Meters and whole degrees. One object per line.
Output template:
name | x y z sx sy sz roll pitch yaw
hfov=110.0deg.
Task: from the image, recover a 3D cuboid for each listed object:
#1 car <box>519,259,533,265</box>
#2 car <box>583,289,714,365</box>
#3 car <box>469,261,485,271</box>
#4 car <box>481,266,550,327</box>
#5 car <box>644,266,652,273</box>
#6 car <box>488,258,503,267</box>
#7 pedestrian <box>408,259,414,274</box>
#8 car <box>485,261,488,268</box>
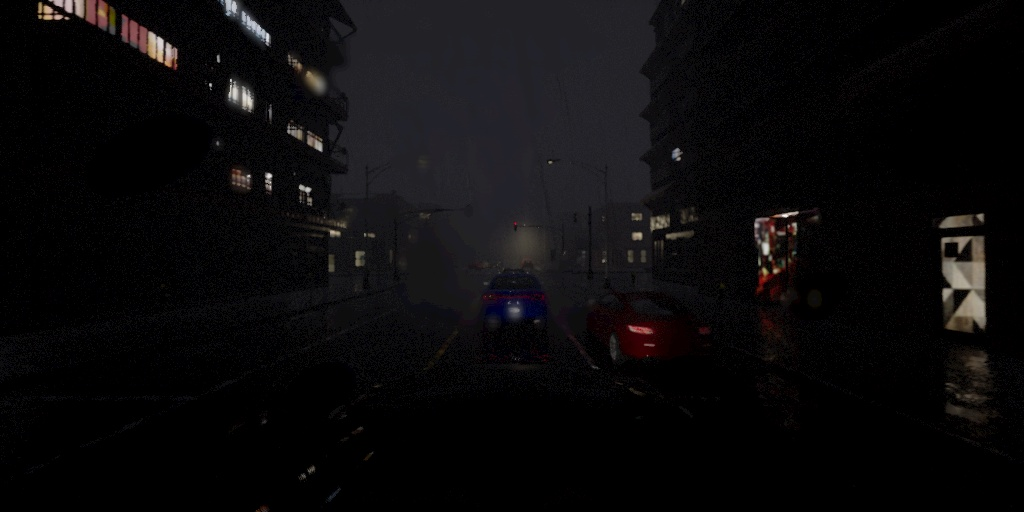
car | 2.679 1.381 62.574 2.192 1.841 5.009 0 0 0
car | 2.689 1.360 7.824 1.802 1.307 4.207 0 0 0
car | -5.788 1.579 57.052 1.888 1.381 4.507 0 0 0
car | 0.099 1.274 11.689 1.882 1.535 5.008 0 0 0
car | 17.489 1.302 41.384 4.313 1.339 1.948 0 0 0
car | -3.051 1.582 64.503 1.837 1.490 4.892 0 0 0
pedestrian | -12.519 1.248 44.313 0.375 1.860 0.375 0 0 0
car | -5.702 1.633 62.573 1.948 1.339 4.313 0 0 0
